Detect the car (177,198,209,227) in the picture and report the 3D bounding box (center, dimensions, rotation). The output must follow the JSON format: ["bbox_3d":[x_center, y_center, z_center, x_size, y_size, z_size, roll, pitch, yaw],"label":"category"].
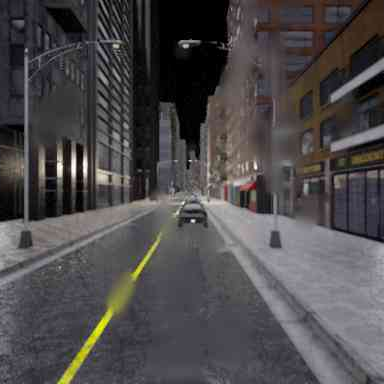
[{"bbox_3d":[0.060,1.439,22.268,1.837,1.490,4.892,0,1,0],"label":"car"}]
